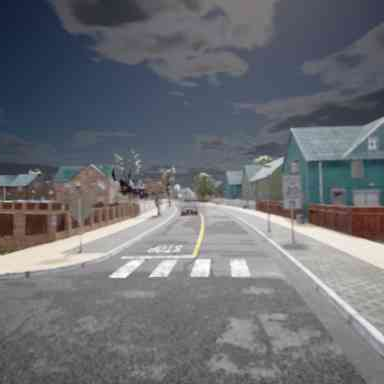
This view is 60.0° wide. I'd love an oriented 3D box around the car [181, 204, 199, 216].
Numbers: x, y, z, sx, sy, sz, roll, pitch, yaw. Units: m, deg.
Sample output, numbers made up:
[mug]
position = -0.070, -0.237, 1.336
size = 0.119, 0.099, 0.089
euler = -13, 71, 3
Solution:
[car]
position = -0.235, 2.083, 39.786
size = 1.994, 1.385, 4.181
euler = -1, -1, 0
